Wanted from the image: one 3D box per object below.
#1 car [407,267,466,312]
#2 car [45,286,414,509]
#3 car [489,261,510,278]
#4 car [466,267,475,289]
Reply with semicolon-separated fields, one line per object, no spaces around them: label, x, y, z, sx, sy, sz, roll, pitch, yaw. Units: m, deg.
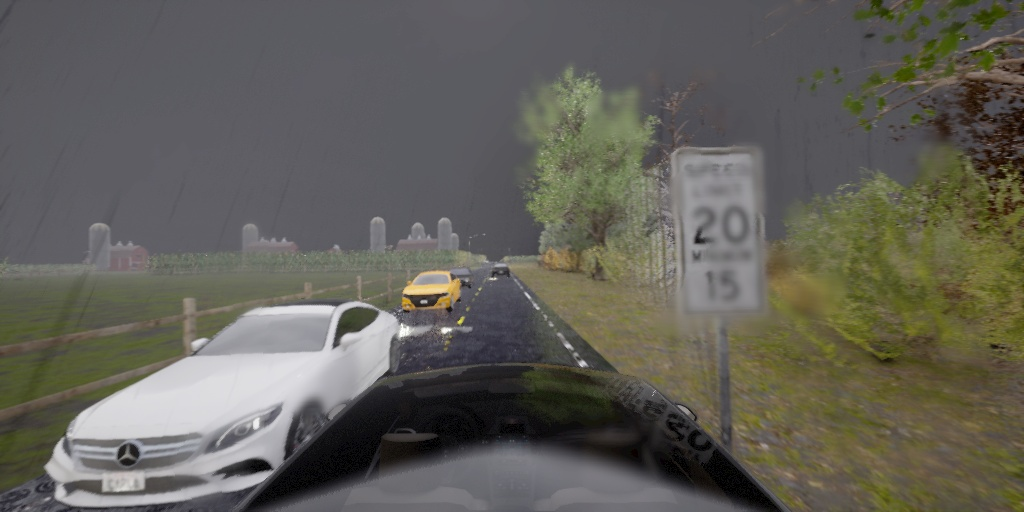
car;-3.279;1.395;15.368;1.882;1.535;5.008;-2;0;-3
car;-2.874;1.372;4.896;1.812;1.442;4.674;-2;0;-2
car;-1.218;1.472;38.724;1.882;1.535;5.008;-2;0;-2
car;-3.673;1.534;25.732;2.033;1.411;5.357;-2;0;-2
